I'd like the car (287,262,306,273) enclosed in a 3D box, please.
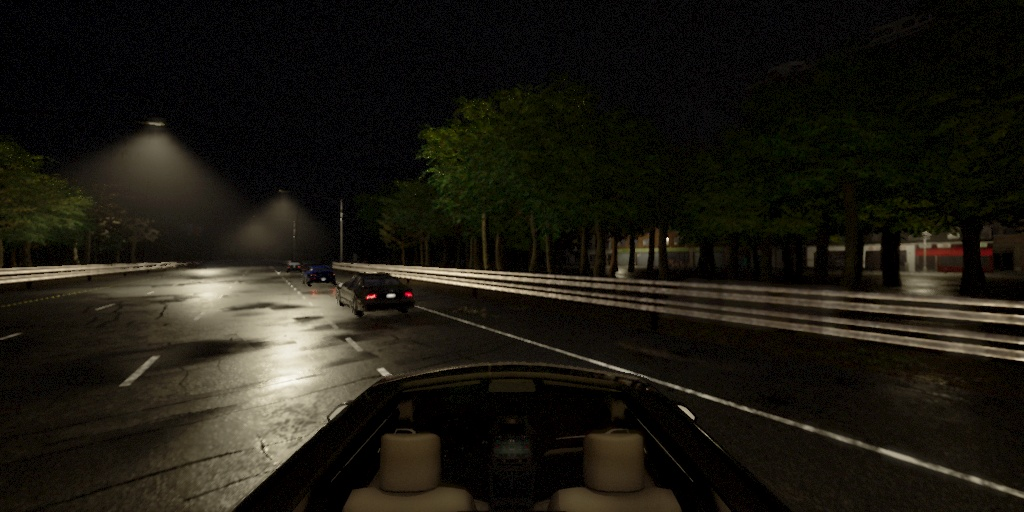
[{"bbox_3d":[-31.383,1.629,51.823,2.033,1.411,5.357,0,0,-29],"label":"car"}]

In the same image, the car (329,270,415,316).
[{"bbox_3d":[-5.443,1.379,13.919,2.033,1.411,5.357,0,0,-35],"label":"car"}]

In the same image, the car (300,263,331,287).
[{"bbox_3d":[-14.436,1.451,26.819,1.812,1.442,4.674,0,-1,-35],"label":"car"}]
